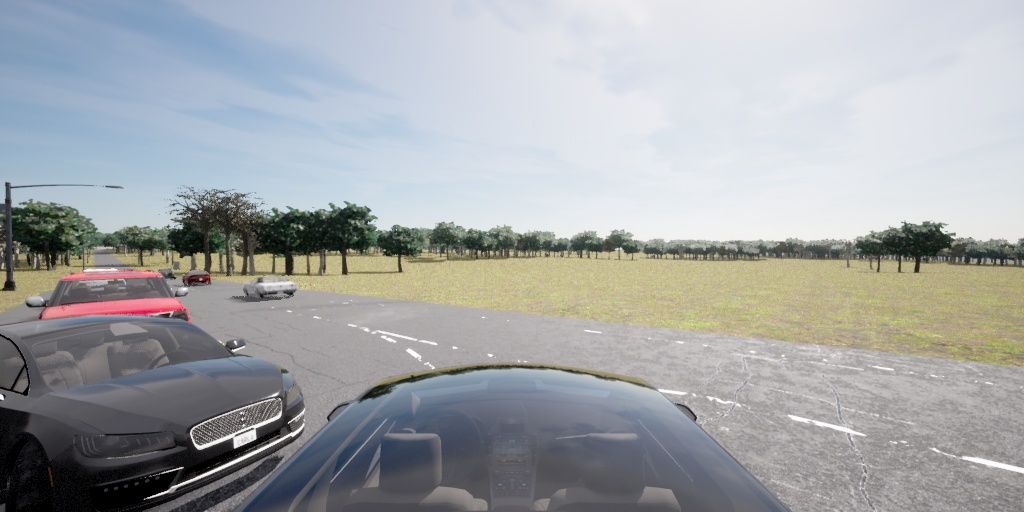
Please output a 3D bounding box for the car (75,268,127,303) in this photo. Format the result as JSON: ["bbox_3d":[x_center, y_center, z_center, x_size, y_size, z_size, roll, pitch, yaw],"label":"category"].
[{"bbox_3d":[-28.171,1.889,24.593,5.566,2.045,2.150,-2,0,41],"label":"car"}]

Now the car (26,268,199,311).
[{"bbox_3d":[-9.510,1.385,8.595,5.566,2.045,2.150,-2,0,41],"label":"car"}]

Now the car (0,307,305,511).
[{"bbox_3d":[-4.578,1.445,3.972,4.892,1.490,1.837,-3,-3,21],"label":"car"}]

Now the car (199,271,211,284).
[{"bbox_3d":[-34.609,2.348,39.312,5.008,1.535,1.882,-2,0,41],"label":"car"}]

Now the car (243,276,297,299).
[{"bbox_3d":[-15.679,1.953,23.102,4.718,1.301,1.895,-2,0,41],"label":"car"}]
